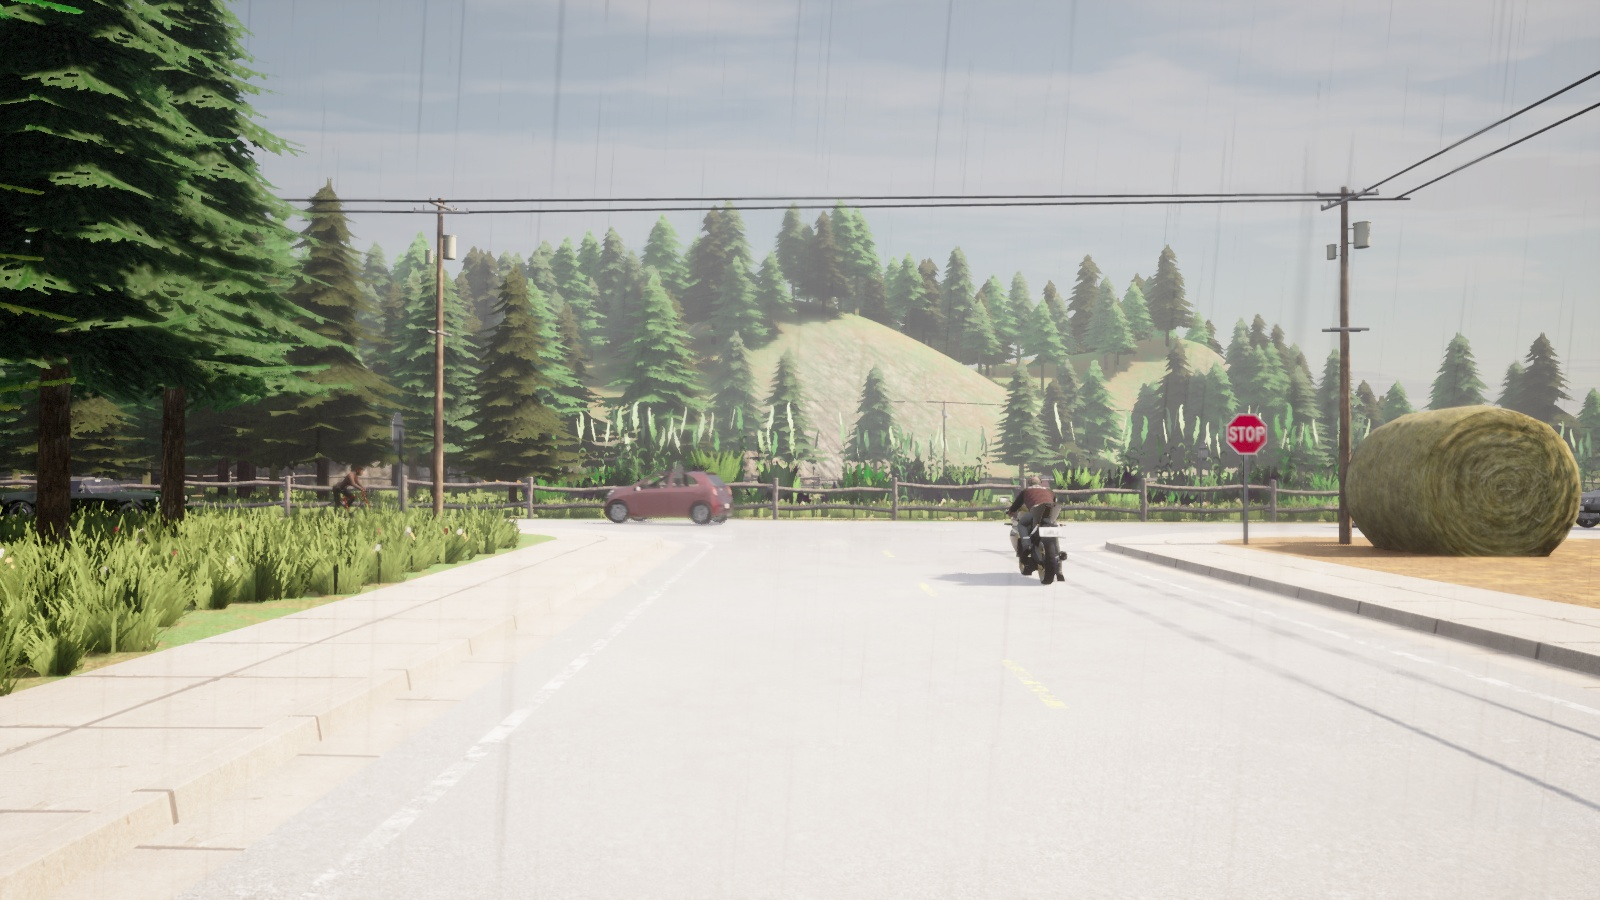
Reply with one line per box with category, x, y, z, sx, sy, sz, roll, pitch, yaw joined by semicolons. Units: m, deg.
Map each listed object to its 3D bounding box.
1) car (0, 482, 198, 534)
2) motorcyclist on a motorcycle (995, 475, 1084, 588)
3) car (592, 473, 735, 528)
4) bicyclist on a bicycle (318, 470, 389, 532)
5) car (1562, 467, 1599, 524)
car;-18.776;1.513;33.294;4.718;1.301;1.895;0;-1;2
motorcyclist on a motorcycle;3.450;1.143;18.311;0.866;1.530;2.191;0;-1;0
car;-3.872;1.412;35.920;3.633;1.501;1.845;0;-1;15
bicyclist on a bicycle;-11.723;1.332;32.986;1.656;1.620;0.582;0;-1;3
car;23.568;1.248;34.871;3.705;1.549;1.789;0;-1;3
